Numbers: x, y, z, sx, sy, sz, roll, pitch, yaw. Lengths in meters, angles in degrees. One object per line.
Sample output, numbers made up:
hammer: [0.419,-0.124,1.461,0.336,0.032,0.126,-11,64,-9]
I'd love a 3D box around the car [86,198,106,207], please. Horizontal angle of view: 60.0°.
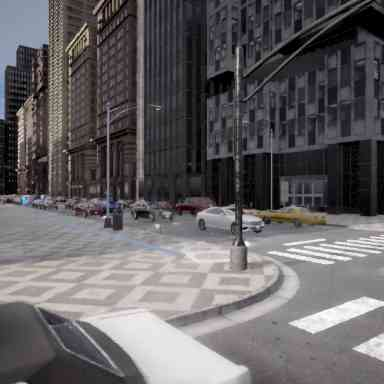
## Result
car: [-15.825,1.728,54.733,1.947,1.339,4.313,0,0,-35]

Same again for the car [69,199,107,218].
car: [-9.835,1.613,31.502,1.887,1.381,4.507,0,0,-35]

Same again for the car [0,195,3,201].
car: [-45.421,1.691,81.811,1.967,1.590,4.097,0,0,-35]

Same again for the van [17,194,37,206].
van: [-29.246,1.506,58.944,1.690,1.788,3.998,0,0,-35]

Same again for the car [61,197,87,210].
car: [-15.256,1.678,43.835,1.994,1.385,4.181,0,0,-38]

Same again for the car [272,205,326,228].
car: [6.722,1.579,22.859,1.752,1.417,4.829,0,0,-35]

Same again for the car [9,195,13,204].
car: [-35.716,1.780,68.090,1.802,1.307,4.206,0,0,-35]

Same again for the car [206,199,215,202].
car: [3.487,1.594,27.432,1.752,1.417,4.829,0,0,-35]

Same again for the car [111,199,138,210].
car: [-9.355,1.681,45.586,2.008,1.369,4.403,0,0,-35]

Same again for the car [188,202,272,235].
car: [2.054,1.557,19.273,1.812,1.442,4.674,0,0,-37]

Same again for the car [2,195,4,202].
car: [-42.186,1.815,77.237,1.802,1.307,4.206,0,0,-35]

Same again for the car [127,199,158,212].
car: [-6.218,1.640,41.152,1.752,1.417,4.829,0,0,-35]

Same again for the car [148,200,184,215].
car: [-2.885,1.643,36.440,1.887,1.381,4.507,0,0,-35]

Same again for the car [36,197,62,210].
car: [-19.540,1.697,45.223,1.802,1.307,4.206,0,0,-35]

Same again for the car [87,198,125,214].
car: [-9.101,1.562,35.097,1.882,1.535,5.008,0,0,-35]

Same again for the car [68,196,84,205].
car: [-22.295,1.635,63.879,1.967,1.590,4.097,0,0,-35]

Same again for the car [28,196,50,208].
car: [-22.775,1.713,49.796,1.802,1.307,4.206,0,0,-35]

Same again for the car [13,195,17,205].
car: [-32.383,1.706,63.378,1.752,1.417,4.829,0,0,-35]

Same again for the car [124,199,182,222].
car: [-3.232,1.548,26.786,2.128,1.511,4.902,0,0,-35]

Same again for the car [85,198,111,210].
car: [-13.142,1.606,46.248,1.882,1.535,5.008,0,0,-35]

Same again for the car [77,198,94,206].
car: [-19.060,1.760,59.306,1.802,1.307,4.206,0,0,-35]

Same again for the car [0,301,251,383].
car: [-1.923,1.601,2.005,4.718,1.301,1.895,0,0,-36]

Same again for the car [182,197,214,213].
car: [0.350,1.398,31.867,2.192,1.841,5.009,0,0,-35]

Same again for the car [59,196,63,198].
car: [-28.764,1.669,73.025,1.967,1.590,4.097,0,0,-35]

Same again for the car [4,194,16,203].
car: [-38.951,1.531,72.665,2.192,1.841,5.009,0,0,-35]
